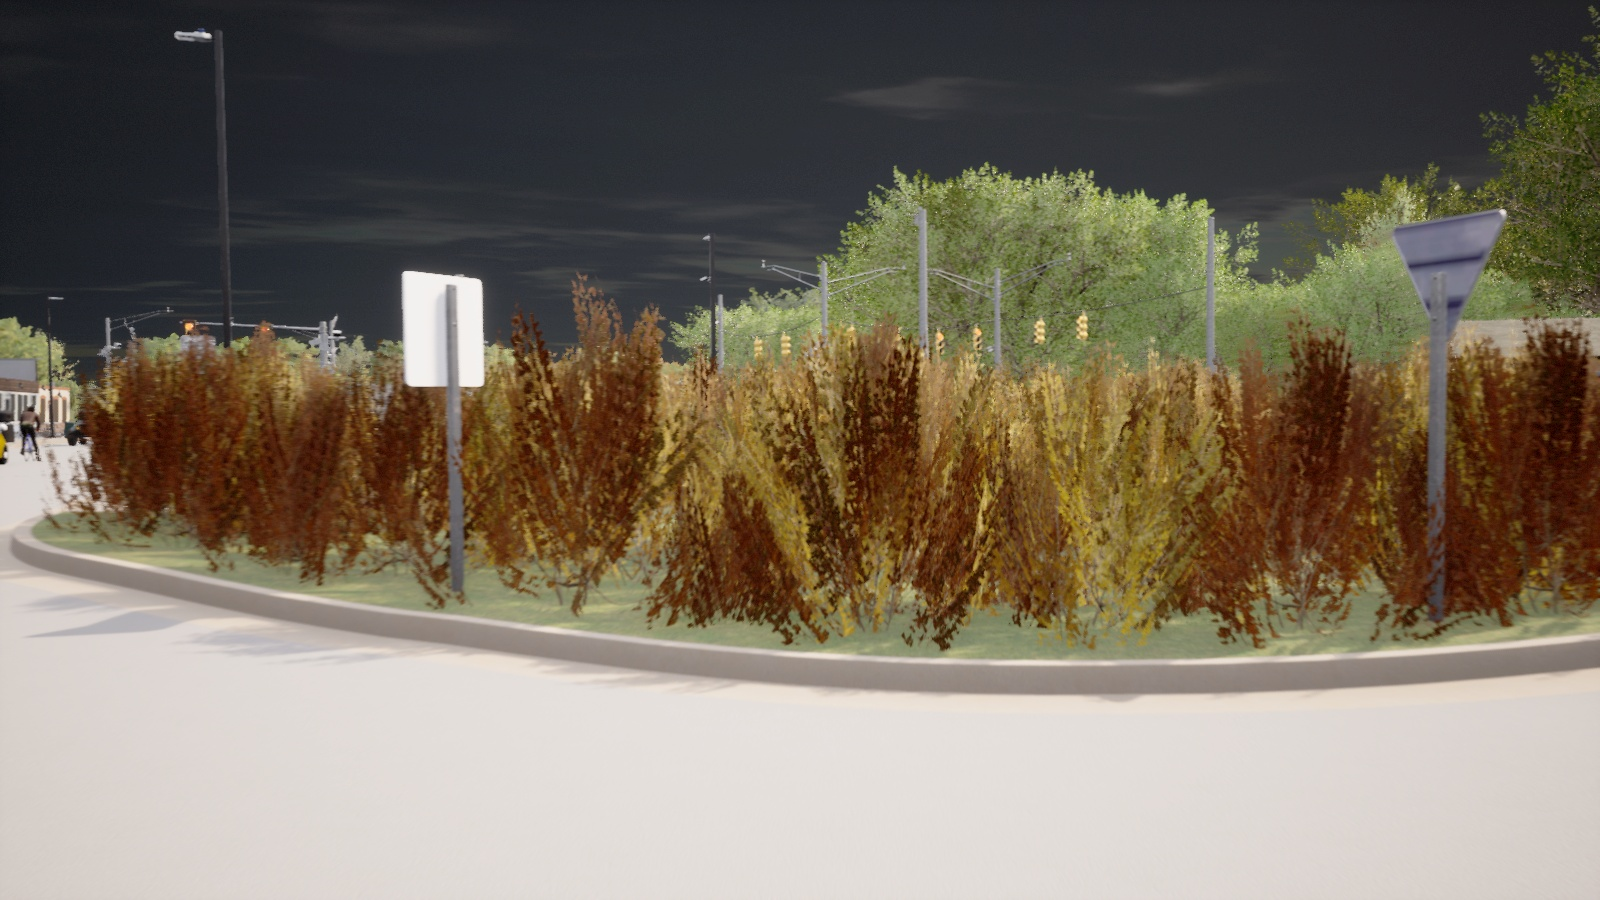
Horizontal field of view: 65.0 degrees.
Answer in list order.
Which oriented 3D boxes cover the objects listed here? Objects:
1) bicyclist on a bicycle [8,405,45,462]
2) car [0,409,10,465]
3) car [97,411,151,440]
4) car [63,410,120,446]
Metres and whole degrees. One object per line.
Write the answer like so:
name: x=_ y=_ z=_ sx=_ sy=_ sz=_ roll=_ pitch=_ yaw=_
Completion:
bicyclist on a bicycle: x=-22.611 y=-0.472 z=36.726 sx=0.582 sy=1.620 sz=1.656 roll=-1 pitch=1 yaw=-20
car: x=-20.503 y=-0.304 z=30.745 sx=1.481 sy=1.376 sz=2.207 roll=-2 pitch=1 yaw=-19
car: x=-41.536 y=-1.538 z=77.264 sx=2.152 sy=1.651 sz=5.027 roll=-1 pitch=2 yaw=-19
car: x=-38.508 y=-1.249 z=68.337 sx=1.905 sy=1.878 sz=3.866 roll=-1 pitch=2 yaw=-17
